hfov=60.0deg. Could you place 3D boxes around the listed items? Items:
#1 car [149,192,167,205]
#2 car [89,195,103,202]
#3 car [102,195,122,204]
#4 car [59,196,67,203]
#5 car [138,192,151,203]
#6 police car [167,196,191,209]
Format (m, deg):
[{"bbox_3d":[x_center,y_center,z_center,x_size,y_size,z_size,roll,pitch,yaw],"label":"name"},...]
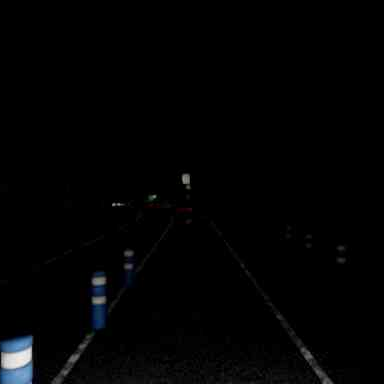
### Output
[{"bbox_3d":[-5.194,1.277,56.283,1.882,1.535,5.008,-3,2,-25],"label":"car"},{"bbox_3d":[-21.868,1.413,77.108,4.902,1.511,2.128,-2,3,37],"label":"car"},{"bbox_3d":[-15.374,1.567,65.096,1.994,1.385,4.181,-4,2,-34],"label":"car"},{"bbox_3d":[-34.536,1.895,85.898,4.892,1.490,1.837,-3,4,27],"label":"car"},{"bbox_3d":[-8.111,0.977,61.862,2.150,2.045,5.566,-4,2,-30],"label":"car"},{"bbox_3d":[-1.634,1.366,46.579,1.930,1.638,5.238,-2,1,-15],"label":"police car"}]
